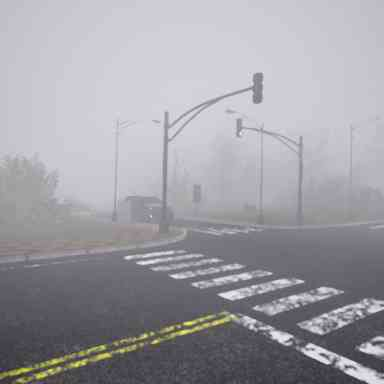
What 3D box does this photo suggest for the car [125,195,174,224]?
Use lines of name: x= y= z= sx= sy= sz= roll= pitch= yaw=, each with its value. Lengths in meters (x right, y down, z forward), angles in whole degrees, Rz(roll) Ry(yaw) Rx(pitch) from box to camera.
car: x=-3.541 y=1.296 z=25.861 sx=2.150 sy=2.045 sz=5.566 roll=2 pitch=-1 yaw=-35

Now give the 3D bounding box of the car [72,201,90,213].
car: x=-13.645 y=1.740 z=39.763 sx=1.994 sy=1.385 sz=4.181 roll=2 pitch=-1 yaw=-35
